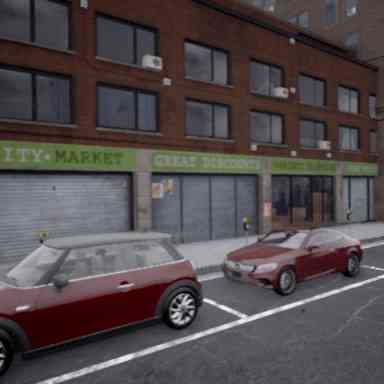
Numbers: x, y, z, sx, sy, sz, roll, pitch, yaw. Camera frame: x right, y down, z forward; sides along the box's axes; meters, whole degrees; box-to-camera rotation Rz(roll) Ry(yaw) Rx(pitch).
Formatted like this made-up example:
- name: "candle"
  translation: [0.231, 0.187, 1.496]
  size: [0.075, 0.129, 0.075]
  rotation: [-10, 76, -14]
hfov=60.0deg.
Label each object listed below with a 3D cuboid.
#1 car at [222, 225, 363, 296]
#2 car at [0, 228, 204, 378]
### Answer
- name: "car"
  translation: [2.679, 1.524, 8.418]
  size: [4.206, 1.307, 1.802]
  rotation: [-1, 0, -35]
- name: "car"
  translation: [-1.886, 1.425, 5.197]
  size: [4.097, 1.590, 1.967]
  rotation: [-1, 0, -35]
